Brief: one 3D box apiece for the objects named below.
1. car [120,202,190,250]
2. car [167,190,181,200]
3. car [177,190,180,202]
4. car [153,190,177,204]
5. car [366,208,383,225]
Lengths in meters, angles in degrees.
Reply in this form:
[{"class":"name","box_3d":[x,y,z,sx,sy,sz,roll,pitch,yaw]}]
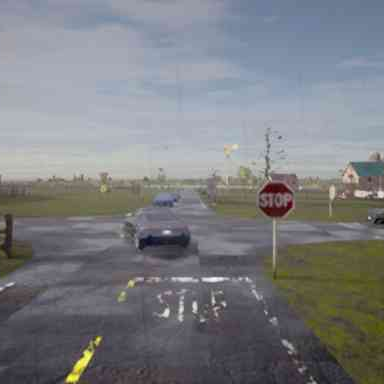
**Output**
[{"class":"car","box_3d":[-1.605,1.332,13.391,1.994,1.385,4.181,0,1,-21]},{"class":"car","box_3d":[-2.956,0.426,56.279,2.128,1.511,4.902,0,1,0]},{"class":"car","box_3d":[-2.944,0.717,44.658,1.994,1.385,4.181,0,1,0]},{"class":"car","box_3d":[-2.910,0.818,34.724,1.882,1.535,5.008,0,1,0]},{"class":"car","box_3d":[12.956,1.287,19.622,5.008,1.535,1.882,1,2,0]}]
